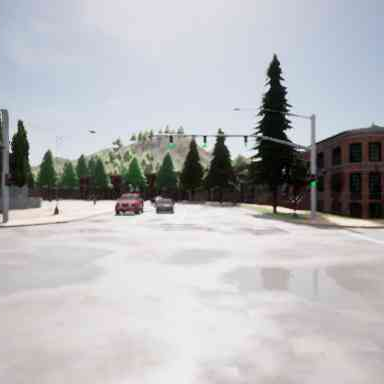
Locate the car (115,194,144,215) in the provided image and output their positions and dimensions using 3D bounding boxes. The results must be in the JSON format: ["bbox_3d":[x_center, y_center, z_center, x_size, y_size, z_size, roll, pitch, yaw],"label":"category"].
[{"bbox_3d":[-6.234,1.205,33.722,2.150,2.045,5.566,0,0,0],"label":"car"}]

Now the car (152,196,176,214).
[{"bbox_3d":[-2.795,1.476,35.149,1.837,1.490,4.892,0,0,-1],"label":"car"}]

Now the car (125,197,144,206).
[{"bbox_3d":[-9.426,1.521,54.359,2.033,1.411,5.357,0,0,-22],"label":"car"}]
